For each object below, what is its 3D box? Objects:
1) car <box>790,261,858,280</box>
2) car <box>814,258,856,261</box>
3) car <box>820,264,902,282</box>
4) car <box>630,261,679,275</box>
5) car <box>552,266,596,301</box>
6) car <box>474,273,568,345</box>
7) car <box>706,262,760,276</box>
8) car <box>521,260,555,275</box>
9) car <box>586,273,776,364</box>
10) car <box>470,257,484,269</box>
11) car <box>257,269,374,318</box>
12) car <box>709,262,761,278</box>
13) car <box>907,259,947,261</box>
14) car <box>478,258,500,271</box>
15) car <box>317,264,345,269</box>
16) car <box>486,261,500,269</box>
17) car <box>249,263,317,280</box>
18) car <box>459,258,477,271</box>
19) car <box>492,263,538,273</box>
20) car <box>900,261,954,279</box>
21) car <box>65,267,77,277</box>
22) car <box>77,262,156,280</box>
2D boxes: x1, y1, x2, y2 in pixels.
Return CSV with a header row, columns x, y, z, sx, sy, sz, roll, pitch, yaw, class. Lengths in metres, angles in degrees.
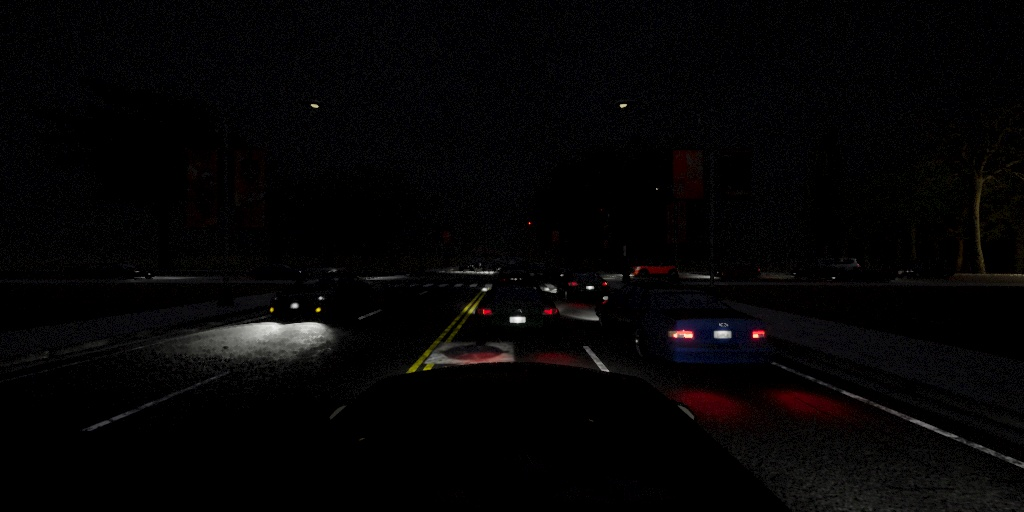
x,y,z,sx,sy,sz,roll,pitch,yaw,class
28.948,1.472,33.657,4.902,1.511,2.128,0,0,0,car
32.674,1.229,37.135,5.566,2.045,2.150,0,0,0,car
29.493,1.579,30.413,4.718,1.301,1.895,0,0,0,car
14.598,1.264,36.984,4.553,1.767,2.097,0,0,-1,car
3.356,1.339,17.475,1.994,1.385,4.181,0,0,0,car
0.106,1.320,9.580,1.994,1.385,4.181,0,0,0,car
24.802,1.474,40.325,4.892,1.490,1.837,0,0,-1,car
3.144,1.322,33.471,4.902,1.511,2.128,0,0,0,car
3.353,1.302,8.231,2.033,1.411,5.357,0,0,0,car
-6.553,1.190,61.973,2.150,2.045,5.566,0,0,0,car
-6.593,1.326,12.872,1.994,1.385,4.181,0,0,0,car
23.232,1.520,37.078,4.181,1.385,1.994,0,0,-2,car
45.924,1.326,40.434,5.566,2.045,2.150,0,0,0,car
-3.316,1.403,52.674,2.128,1.511,4.902,0,0,0,car
-18.078,1.364,33.321,4.718,1.301,1.895,0,0,-1,car
-3.294,1.519,62.425,2.033,1.411,5.357,0,0,1,car
-19.390,1.279,30.067,4.674,1.442,1.812,0,0,-2,car
-6.567,1.414,52.122,1.837,1.490,4.892,0,0,0,car
0.098,1.283,18.486,1.837,1.490,4.892,0,0,0,car
42.657,1.566,37.185,4.902,1.511,2.128,0,0,0,car
-37.924,1.297,33.137,4.718,1.301,1.895,0,0,0,car
-32.628,1.233,29.935,4.674,1.442,1.812,0,0,-1,car
